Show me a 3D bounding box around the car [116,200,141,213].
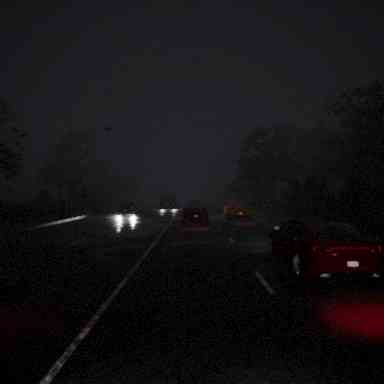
[{"bbox_3d":[-6.856,1.599,36.283,1.895,1.301,4.718,0,0,0],"label":"car"}]

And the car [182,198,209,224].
[{"bbox_3d":[0.262,1.478,25.025,1.882,1.535,5.008,0,0,0],"label":"car"}]

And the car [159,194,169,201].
[{"bbox_3d":[-6.470,1.248,77.636,1.882,1.535,5.008,0,0,0],"label":"car"}]

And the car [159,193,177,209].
[{"bbox_3d":[-3.270,1.224,46.573,2.150,2.045,5.566,0,0,1],"label":"car"}]

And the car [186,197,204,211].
[{"bbox_3d":[0.386,1.493,42.870,2.128,1.511,4.902,0,0,0],"label":"car"}]

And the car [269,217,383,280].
[{"bbox_3d":[3.662,1.480,10.012,1.882,1.535,5.008,0,0,0],"label":"car"}]

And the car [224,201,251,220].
[{"bbox_3d":[3.783,1.480,28.195,1.882,1.535,5.008,0,0,0],"label":"car"}]
